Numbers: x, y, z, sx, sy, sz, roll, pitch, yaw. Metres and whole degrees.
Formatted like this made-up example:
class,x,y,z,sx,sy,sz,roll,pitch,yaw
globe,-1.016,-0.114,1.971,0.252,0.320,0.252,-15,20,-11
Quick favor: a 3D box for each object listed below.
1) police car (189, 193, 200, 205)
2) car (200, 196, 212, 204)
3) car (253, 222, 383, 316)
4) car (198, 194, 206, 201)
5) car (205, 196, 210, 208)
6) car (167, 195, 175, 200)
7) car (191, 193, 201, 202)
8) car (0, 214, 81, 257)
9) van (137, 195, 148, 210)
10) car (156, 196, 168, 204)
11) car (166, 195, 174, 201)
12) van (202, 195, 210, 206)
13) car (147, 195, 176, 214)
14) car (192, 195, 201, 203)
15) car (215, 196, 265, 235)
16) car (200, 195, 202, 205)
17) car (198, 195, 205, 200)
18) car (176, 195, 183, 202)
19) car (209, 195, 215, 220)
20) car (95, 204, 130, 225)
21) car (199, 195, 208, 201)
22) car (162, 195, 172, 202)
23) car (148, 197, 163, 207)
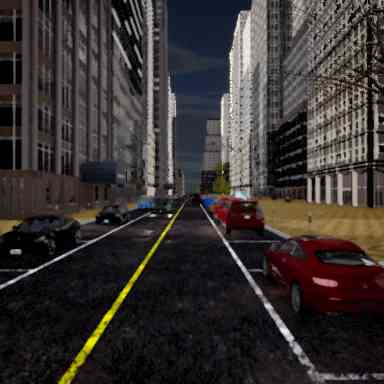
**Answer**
class,x,y,z,sx,sy,sz,roll,pitch,yaw
police car,0.887,1.393,58.777,1.930,1.638,5.238,0,0,0
car,2.682,1.517,64.099,2.008,1.369,4.403,0,0,0
car,2.694,1.578,7.209,1.802,1.307,4.206,0,0,0
car,2.678,1.398,86.854,1.967,1.590,4.097,0,0,0
car,2.689,1.505,35.824,1.752,1.417,4.829,0,0,0
car,-5.705,1.501,92.563,1.887,1.381,4.507,0,0,0
car,0.883,1.187,74.698,2.150,2.045,5.566,0,0,0
car,-5.688,1.558,12.915,1.947,1.339,4.313,0,0,0
van,-5.691,1.318,41.361,1.690,1.788,3.998,0,0,0
car,-5.698,1.517,64.118,2.008,1.369,4.403,0,0,0
car,-5.704,1.509,86.875,2.008,1.369,4.403,0,0,0
van,2.688,1.315,47.032,1.690,1.788,3.998,0,0,0
car,-3.099,1.331,35.057,2.097,1.767,4.553,0,0,0
car,0.884,1.469,68.668,1.837,1.490,4.892,0,0,0
car,2.694,1.304,18.587,2.192,1.841,5.009,0,0,0
car,2.685,1.522,52.721,2.008,1.369,4.403,0,0,0
car,2.676,1.501,92.543,1.887,1.381,4.507,0,0,0
car,-3.017,1.440,75.603,2.033,1.411,5.357,0,0,0
car,2.693,1.301,24.276,2.192,1.841,5.009,0,0,0
car,-5.690,1.552,24.294,1.947,1.339,4.313,0,0,0
car,2.678,1.511,81.165,2.008,1.369,4.403,0,0,0
car,-5.700,1.402,75.497,1.967,1.590,4.097,0,0,0
car,-5.696,1.537,52.740,1.947,1.339,4.313,0,0,0
